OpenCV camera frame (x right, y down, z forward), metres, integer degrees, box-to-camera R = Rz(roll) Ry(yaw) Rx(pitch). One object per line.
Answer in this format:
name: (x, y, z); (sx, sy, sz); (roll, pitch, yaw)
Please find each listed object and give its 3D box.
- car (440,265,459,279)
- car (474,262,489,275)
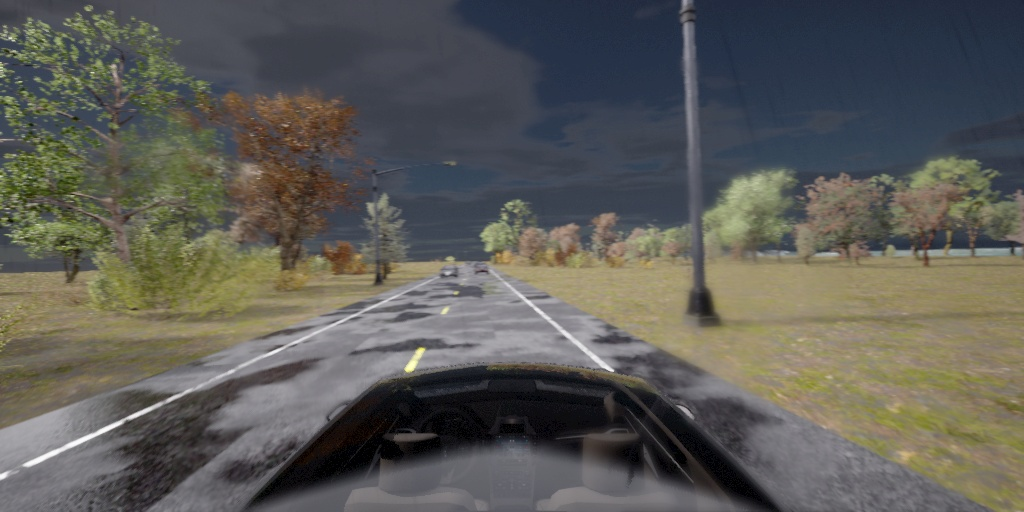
car: (-7.018, 1.730, 40.507); (2.128, 1.511, 4.902); (-2, 0, -5)
car: (-3.998, 1.696, 47.587); (2.033, 1.411, 5.357); (-2, 0, -6)
